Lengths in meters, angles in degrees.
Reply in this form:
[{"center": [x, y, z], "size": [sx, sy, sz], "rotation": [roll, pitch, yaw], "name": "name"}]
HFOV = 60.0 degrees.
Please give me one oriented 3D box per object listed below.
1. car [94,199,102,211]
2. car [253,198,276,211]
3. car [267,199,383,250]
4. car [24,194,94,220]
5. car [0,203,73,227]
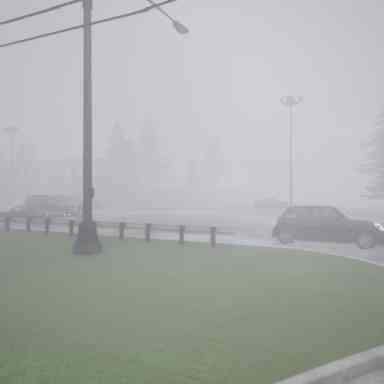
[{"center": [-13.195, 1.223, 39.099], "size": [5.566, 2.045, 2.150], "rotation": [0, 0, 26], "name": "car"}, {"center": [9.915, 1.494, 41.081], "size": [4.902, 1.511, 2.128], "rotation": [0, 0, -21], "name": "car"}, {"center": [5.868, 1.356, 14.375], "size": [4.553, 1.767, 2.097], "rotation": [0, 0, 25], "name": "car"}, {"center": [-10.859, 1.221, 26.319], "size": [5.566, 2.045, 2.150], "rotation": [0, 0, 26], "name": "car"}, {"center": [-10.662, 1.600, 22.339], "size": [4.718, 1.301, 1.895], "rotation": [0, 0, 26], "name": "car"}]
